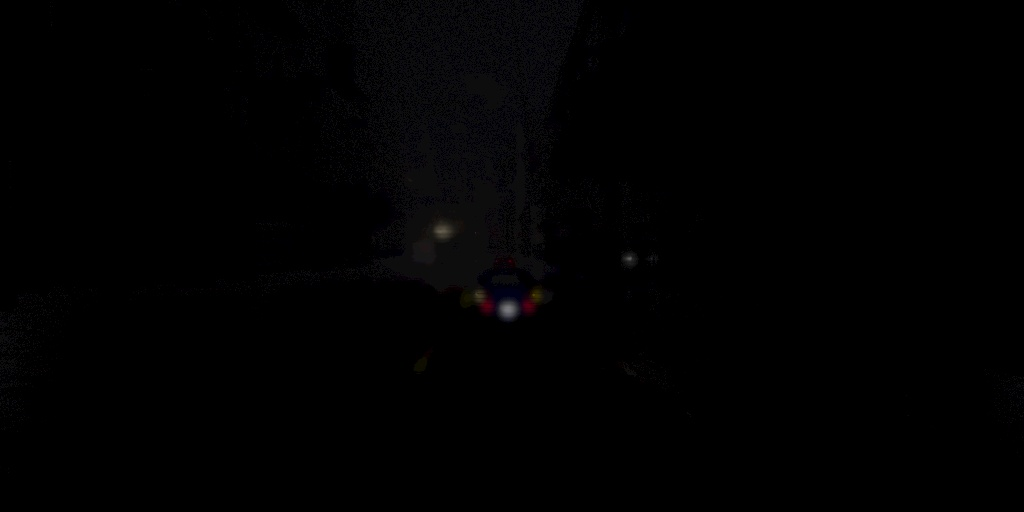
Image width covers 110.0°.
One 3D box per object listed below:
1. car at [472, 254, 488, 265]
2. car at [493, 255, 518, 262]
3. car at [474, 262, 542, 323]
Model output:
[{"bbox_3d":[-4.074,0.415,46.111,1.812,1.442,4.674,0,1,-1],"label":"car"},{"bbox_3d":[-0.555,0.679,30.476,2.128,1.511,4.902,0,1,-1],"label":"car"},{"bbox_3d":[-0.144,1.089,11.100,1.812,1.442,4.674,0,1,-1],"label":"car"}]
